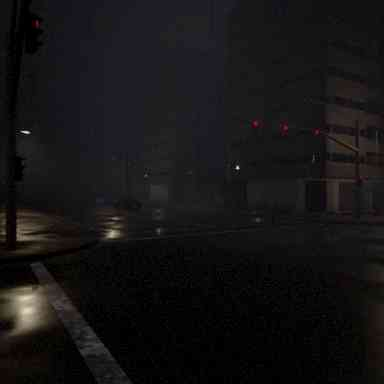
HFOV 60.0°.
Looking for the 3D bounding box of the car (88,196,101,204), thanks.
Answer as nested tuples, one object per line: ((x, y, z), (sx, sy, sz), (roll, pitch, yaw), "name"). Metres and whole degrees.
((-18.093, 1.547, 62.903), (2.033, 1.411, 5.357), (0, 0, -32), "car")

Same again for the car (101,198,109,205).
((-12.817, 1.601, 54.477), (1.895, 1.301, 4.718), (0, 0, -31), "car")

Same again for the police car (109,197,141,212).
((-7.723, 1.425, 39.496), (1.930, 1.638, 5.238), (0, 0, -32), "police car")
